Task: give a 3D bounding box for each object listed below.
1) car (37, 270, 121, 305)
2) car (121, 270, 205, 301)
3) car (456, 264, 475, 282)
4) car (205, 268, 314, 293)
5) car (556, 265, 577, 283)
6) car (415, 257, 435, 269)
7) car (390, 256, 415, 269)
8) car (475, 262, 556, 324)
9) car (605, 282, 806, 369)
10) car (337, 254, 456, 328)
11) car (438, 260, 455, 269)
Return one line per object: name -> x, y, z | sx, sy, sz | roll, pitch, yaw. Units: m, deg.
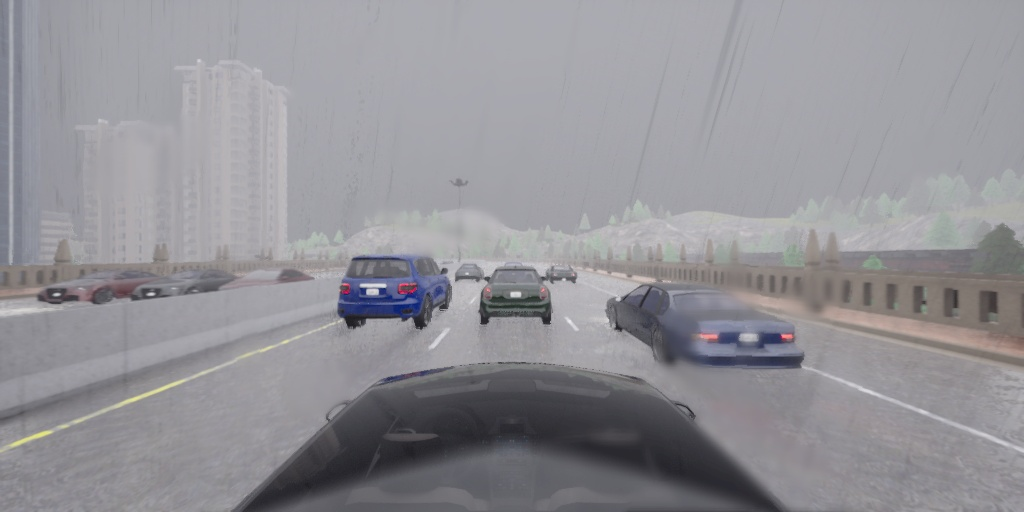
car -> -17.596, 1.304, 15.861 | 1.994, 1.385, 4.181 | 0, 0, 0
car -> -14.096, 1.304, 16.005 | 1.994, 1.385, 4.181 | 0, 0, 0
car -> -3.395, 1.298, 29.044 | 1.994, 1.385, 4.181 | 0, 0, 0
car -> -10.597, 1.266, 15.899 | 1.812, 1.442, 4.674 | 0, 0, 0
car -> 3.604, 1.337, 27.091 | 1.895, 1.301, 4.718 | 0, 0, 0
car -> -14.046, 1.090, 57.872 | 2.097, 1.767, 4.553 | 0, 0, 0
car -> -17.539, 0.959, 57.695 | 2.150, 2.045, 5.566 | 0, 0, 1
car -> 0.103, 1.096, 12.159 | 2.097, 1.767, 4.553 | 0, 0, 0
car -> 3.596, 1.294, 7.949 | 2.033, 1.411, 5.357 | 0, 0, 0
car -> -3.399, 0.966, 11.431 | 2.150, 2.045, 5.566 | 0, 0, 0
car -> -10.546, 1.339, 57.787 | 1.895, 1.301, 4.718 | 0, 0, 1
